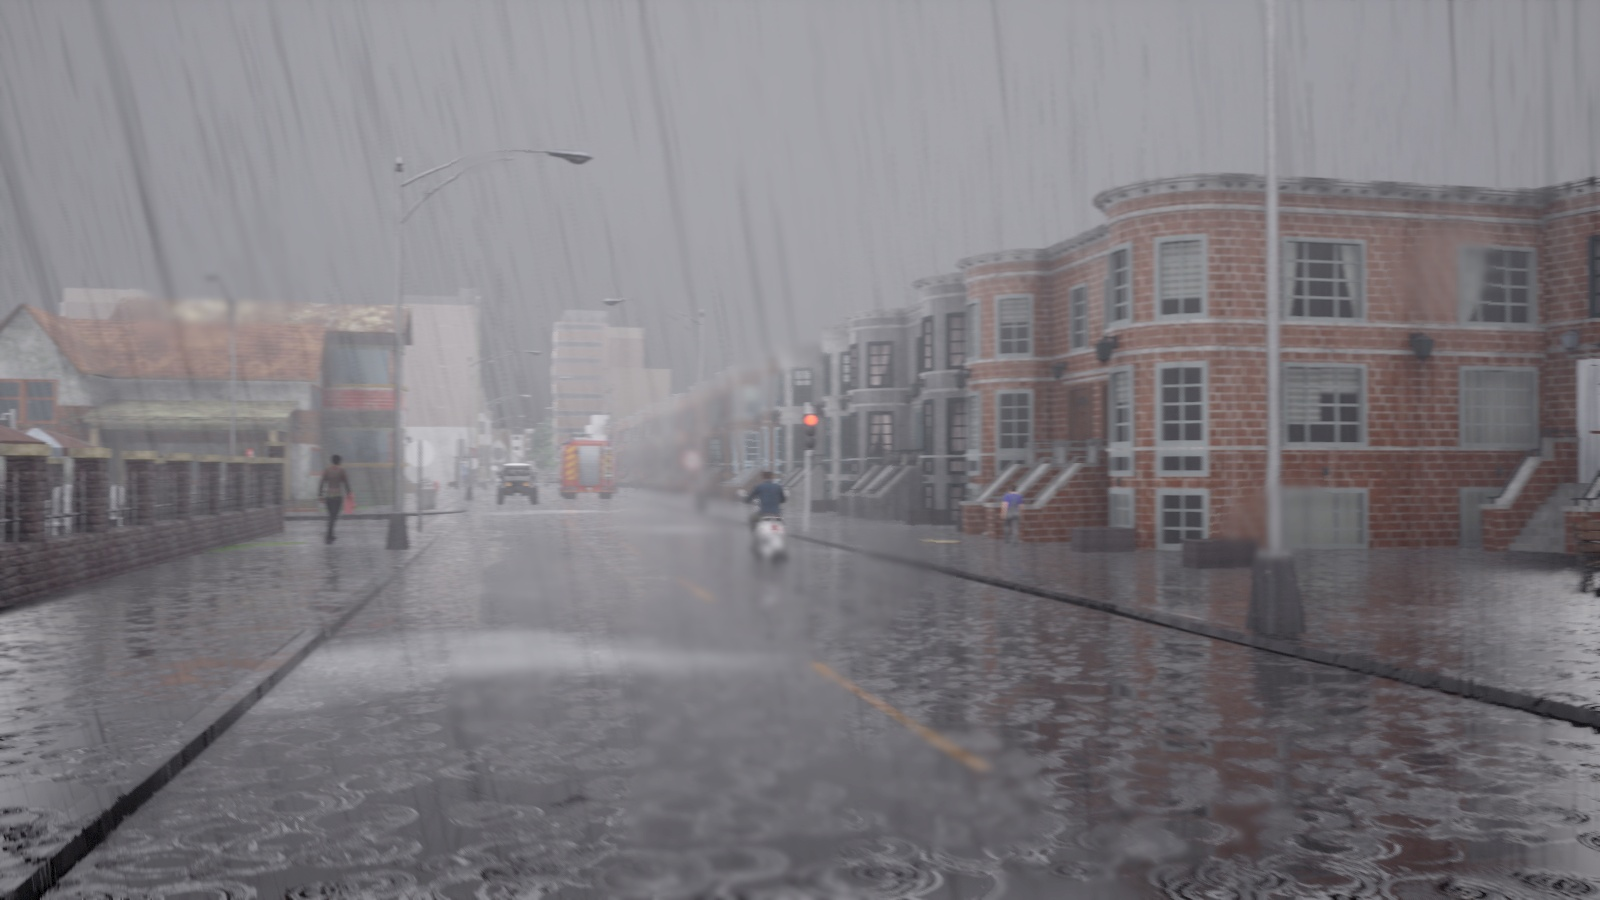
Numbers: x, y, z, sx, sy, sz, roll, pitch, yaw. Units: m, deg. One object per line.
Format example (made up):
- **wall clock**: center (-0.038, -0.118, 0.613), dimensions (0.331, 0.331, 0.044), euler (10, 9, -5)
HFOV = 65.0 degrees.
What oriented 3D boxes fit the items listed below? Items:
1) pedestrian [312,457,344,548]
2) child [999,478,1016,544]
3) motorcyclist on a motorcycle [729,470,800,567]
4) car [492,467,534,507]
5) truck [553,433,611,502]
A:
- **pedestrian**: center (-9.487, 1.043, 25.265), dimensions (0.328, 1.805, 0.869), euler (-1, -1, -1)
- **child**: center (4.041, 1.184, 24.478), dimensions (0.270, 1.263, 0.437), euler (-1, -1, 2)
- **motorcyclist on a motorcycle**: center (-0.636, 1.142, 21.566), dimensions (0.866, 1.590, 1.817), euler (0, -1, -13)
- **car**: center (-13.936, 1.780, 60.944), dimensions (1.905, 1.878, 3.866), euler (0, -1, -13)
- **truck**: center (-13.122, 1.053, 75.048), dimensions (2.891, 3.827, 8.468), euler (0, -1, -13)
